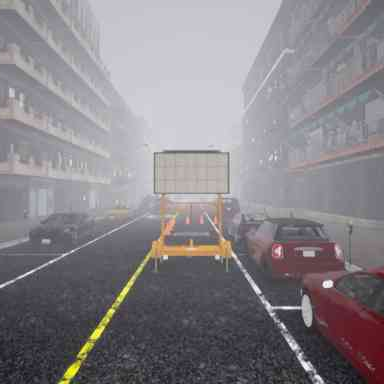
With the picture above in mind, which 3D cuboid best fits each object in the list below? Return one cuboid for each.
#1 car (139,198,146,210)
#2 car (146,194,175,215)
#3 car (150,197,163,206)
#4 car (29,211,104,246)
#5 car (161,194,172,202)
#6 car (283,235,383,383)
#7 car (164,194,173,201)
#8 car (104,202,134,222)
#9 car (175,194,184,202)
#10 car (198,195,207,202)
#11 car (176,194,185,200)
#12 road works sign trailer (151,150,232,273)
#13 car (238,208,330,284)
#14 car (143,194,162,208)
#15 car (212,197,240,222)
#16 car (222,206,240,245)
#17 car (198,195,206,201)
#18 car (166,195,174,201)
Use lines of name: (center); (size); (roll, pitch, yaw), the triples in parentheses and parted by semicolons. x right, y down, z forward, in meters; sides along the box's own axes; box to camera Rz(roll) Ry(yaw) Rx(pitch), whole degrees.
car: (-5.751, 1.431, 43.372); (1.967, 1.590, 4.097); (0, 0, 0)
car: (-3.148, 1.346, 34.298); (2.097, 1.767, 4.553); (0, 0, 0)
car: (-5.768, 1.568, 54.645); (1.802, 1.307, 4.206); (0, 0, 0)
car: (-5.711, 1.565, 15.188); (1.947, 1.339, 4.313); (0, 0, 0)
car: (-5.799, 1.290, 77.190); (2.192, 1.841, 5.009); (0, 0, 0)
car: (2.686, 1.545, 3.925); (1.887, 1.381, 4.507); (0, 0, 0)
car: (-5.808, 1.412, 82.826); (1.967, 1.590, 4.097); (0, 0, 0)
car: (-5.727, 1.522, 26.292); (1.752, 1.417, 4.829); (0, 0, 0)
car: (-3.109, 1.397, 75.713); (1.882, 1.535, 5.008); (0, 0, 0)
car: (2.580, 1.501, 77.368); (1.752, 1.417, 4.829); (0, 0, 0)
car: (-3.130, 1.344, 90.717); (2.097, 1.767, 4.553); (0, 0, 0)
road works sign trailer: (-0.015, 0.464, 10.690); (2.380, 3.560, 2.880); (0, 0, 0)
car: (2.678, 1.440, 9.562); (1.967, 1.590, 4.097); (0, 0, 0)
car: (-5.758, 1.304, 49.008); (2.192, 1.841, 5.009); (0, 0, 0)
car: (2.655, 1.311, 26.471); (2.192, 1.841, 5.009); (0, 0, 0)
car: (2.670, 1.550, 15.197); (2.008, 1.369, 4.403); (0, 0, 0)
car: (2.564, 1.514, 88.471); (1.887, 1.381, 4.507); (0, 0, 0)
car: (-5.816, 1.514, 88.463); (1.887, 1.381, 4.507); (0, 0, 0)
